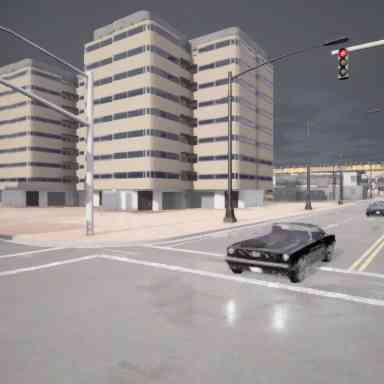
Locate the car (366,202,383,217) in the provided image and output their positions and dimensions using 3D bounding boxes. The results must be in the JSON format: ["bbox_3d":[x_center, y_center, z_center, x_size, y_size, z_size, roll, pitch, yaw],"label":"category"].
[{"bbox_3d":[17.003,1.566,29.959,1.994,1.385,4.181,0,0,35],"label":"car"}]

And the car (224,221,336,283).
[{"bbox_3d":[2.839,1.603,9.958,1.895,1.301,4.718,0,0,35],"label":"car"}]
